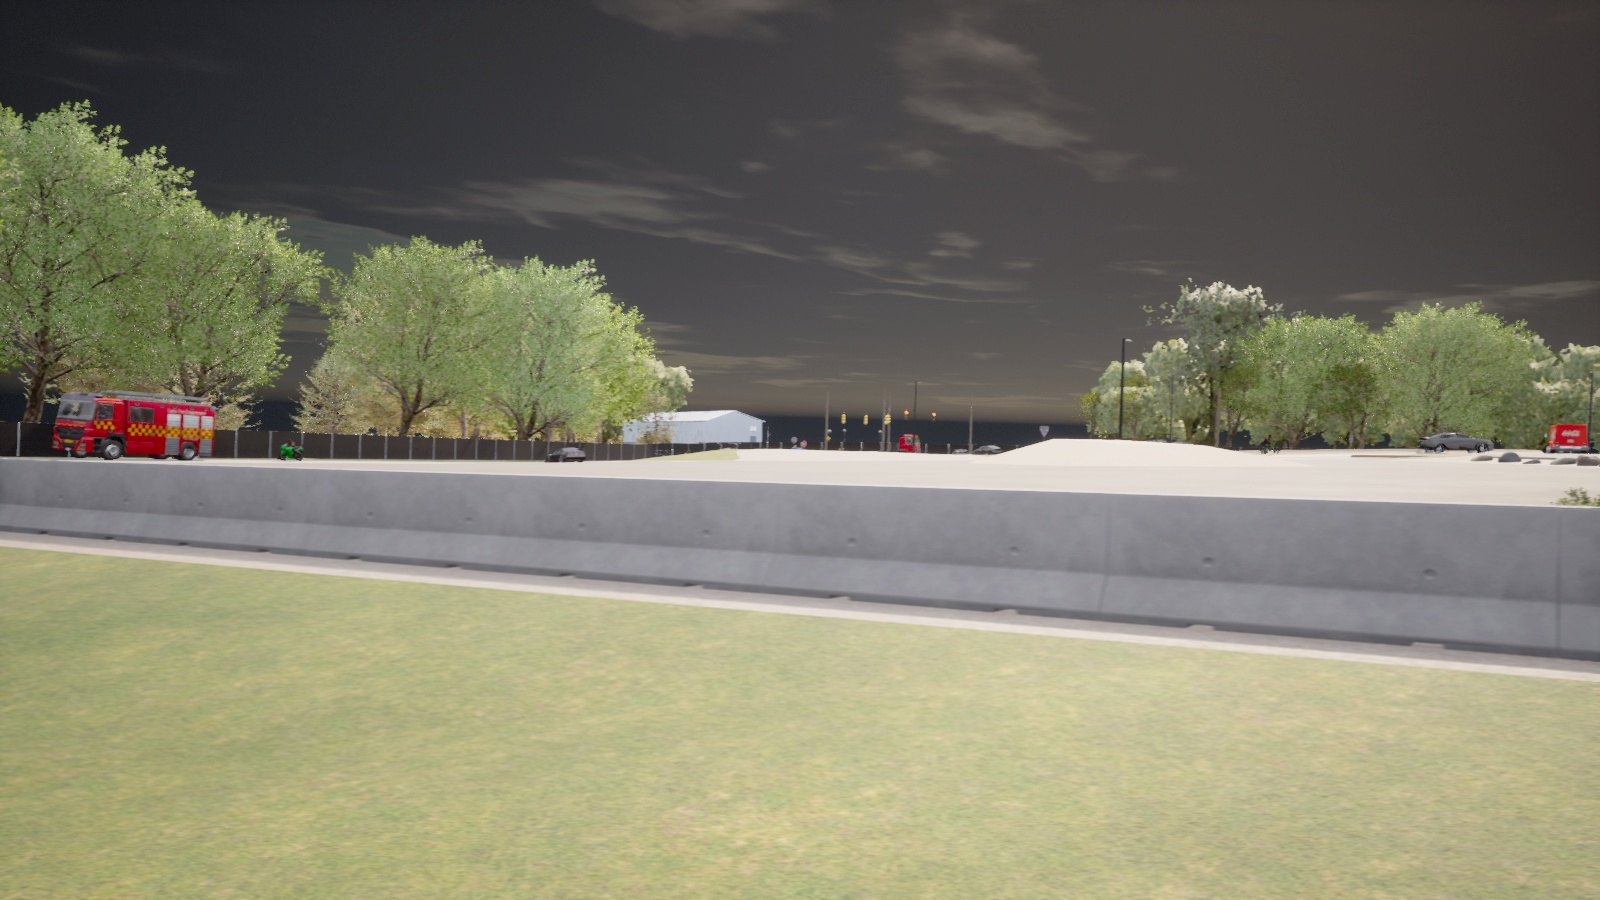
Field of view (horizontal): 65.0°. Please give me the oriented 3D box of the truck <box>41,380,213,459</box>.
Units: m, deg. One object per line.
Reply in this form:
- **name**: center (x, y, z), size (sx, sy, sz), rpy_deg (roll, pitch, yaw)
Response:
- **truck**: center (-38.032, -1.653, 71.400), size (2.891, 3.827, 8.468), rpy_deg (4, 0, 22)

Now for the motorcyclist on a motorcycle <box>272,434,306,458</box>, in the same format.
- **motorcyclist on a motorcycle**: center (-33.526, -0.256, 82.353), size (0.797, 1.523, 2.044), rpy_deg (3, 0, 22)
